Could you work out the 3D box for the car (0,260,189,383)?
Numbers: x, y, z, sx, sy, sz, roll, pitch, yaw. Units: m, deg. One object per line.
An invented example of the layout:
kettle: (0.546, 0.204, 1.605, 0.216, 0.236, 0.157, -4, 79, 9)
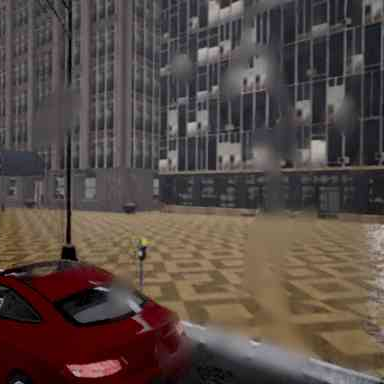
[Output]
car: (-1.972, 1.569, 4.270, 4.206, 1.307, 1.802, 0, 1, 35)
